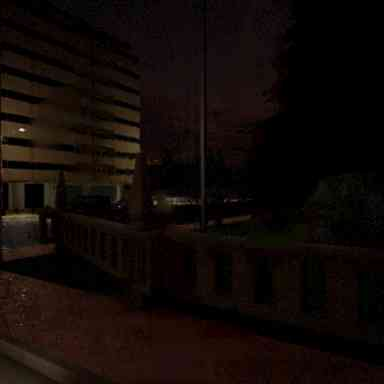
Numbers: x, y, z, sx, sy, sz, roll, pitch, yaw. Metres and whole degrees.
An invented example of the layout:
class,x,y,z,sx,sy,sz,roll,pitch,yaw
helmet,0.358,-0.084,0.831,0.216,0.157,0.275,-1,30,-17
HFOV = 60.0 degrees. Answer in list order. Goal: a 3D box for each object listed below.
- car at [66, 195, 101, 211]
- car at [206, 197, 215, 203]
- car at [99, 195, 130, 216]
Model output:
class,x,y,z,sx,sy,sz,roll,pitch,yaw
car,-10.161,1.283,31.825,2.150,2.045,5.566,0,0,34
car,3.178,1.506,51.807,2.128,1.511,4.902,0,0,34
car,-6.136,1.402,31.559,2.097,1.767,4.553,0,0,34
